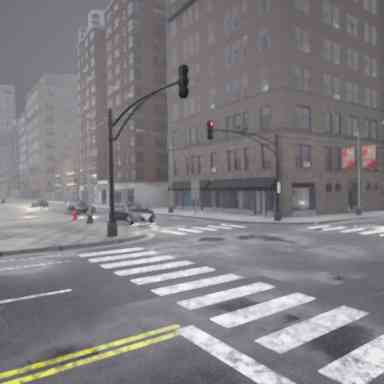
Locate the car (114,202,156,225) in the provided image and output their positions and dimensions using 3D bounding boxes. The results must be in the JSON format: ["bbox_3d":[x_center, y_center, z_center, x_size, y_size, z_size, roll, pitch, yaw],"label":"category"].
[{"bbox_3d":[-4.460,1.529,24.609,2.128,1.511,4.902,-2,1,-35],"label":"car"}]

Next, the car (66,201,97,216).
[{"bbox_3d":[-11.729,1.627,34.940,2.033,1.411,5.357,-2,1,-35],"label":"car"}]

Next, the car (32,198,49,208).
[{"bbox_3d":[-23.928,1.720,52.425,1.994,1.385,4.181,-2,1,-35],"label":"car"}]
